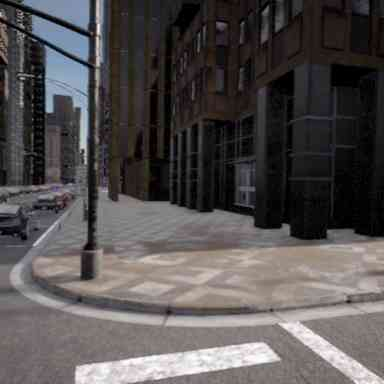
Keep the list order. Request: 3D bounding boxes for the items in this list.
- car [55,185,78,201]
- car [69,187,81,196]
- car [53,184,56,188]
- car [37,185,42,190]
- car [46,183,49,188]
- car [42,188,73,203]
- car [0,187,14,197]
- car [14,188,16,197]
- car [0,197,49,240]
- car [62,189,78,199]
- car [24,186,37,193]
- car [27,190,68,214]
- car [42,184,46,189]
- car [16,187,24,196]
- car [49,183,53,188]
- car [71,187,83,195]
[{"bbox_3d":[-15.264,0.234,40.696,1.967,1.590,4.097,0,1,-16],"label":"car"},{"bbox_3d":[-20.051,-0.138,57.099,1.752,1.417,4.829,0,1,-16],"label":"car"},{"bbox_3d":[-37.660,-1.317,87.010,2.192,1.841,5.009,0,1,-16],"label":"car"},{"bbox_3d":[-31.296,-0.510,65.200,1.752,1.417,4.829,0,1,-16],"label":"car"},{"bbox_3d":[-34.455,-0.807,76.026,1.752,1.417,4.829,0,1,-16],"label":"car"},{"bbox_3d":[-12.106,0.643,29.873,1.887,1.381,4.507,0,1,-16],"label":"car"},{"bbox_3d":[-18.636,0.459,31.371,1.837,1.490,4.892,1,1,-16],"label":"car"},{"bbox_3d":[-25.024,0.001,43.710,1.967,1.590,4.097,0,1,-16],"label":"car"},{"bbox_3d":[-7.368,1.109,13.634,2.008,1.369,4.403,0,1,-16],"label":"car"},{"bbox_3d":[-16.845,0.224,46.111,1.802,1.307,4.206,0,1,-16],"label":"car"},{"bbox_3d":[-29.764,-0.324,59.951,1.947,1.339,4.313,0,1,-16],"label":"car"},{"bbox_3d":[-10.527,0.802,24.460,2.008,1.369,4.403,0,1,-16],"label":"car"},{"bbox_3d":[-32.924,-0.622,70.777,1.947,1.339,4.313,0,1,-16],"label":"car"},{"bbox_3d":[-26.557,-0.060,48.961,1.752,1.417,4.829,0,1,-16],"label":"car"},{"bbox_3d":[-36.035,-0.955,81.439,1.752,1.417,4.829,0,1,-16],"label":"car"},{"bbox_3d":[-21.584,-0.264,62.349,1.887,1.381,4.507,0,1,-16],"label":"car"}]
